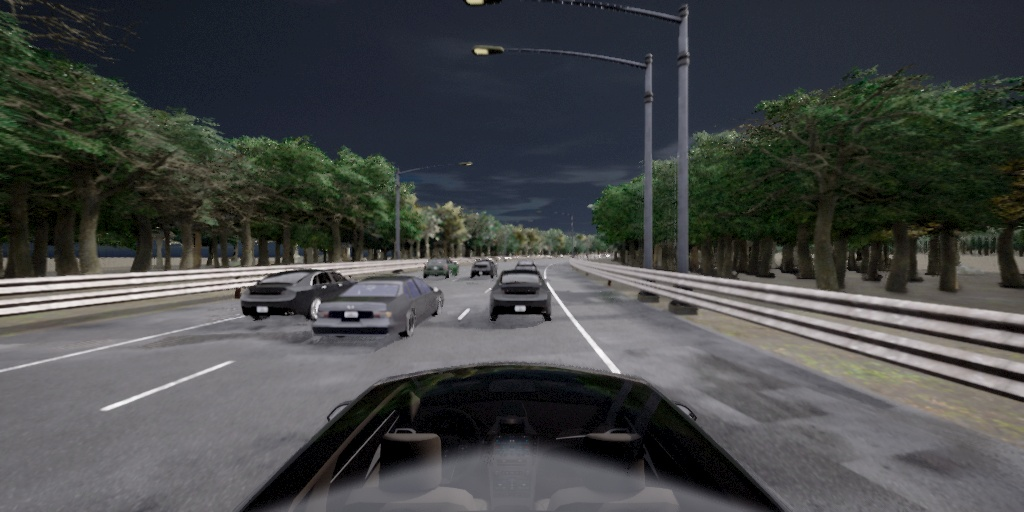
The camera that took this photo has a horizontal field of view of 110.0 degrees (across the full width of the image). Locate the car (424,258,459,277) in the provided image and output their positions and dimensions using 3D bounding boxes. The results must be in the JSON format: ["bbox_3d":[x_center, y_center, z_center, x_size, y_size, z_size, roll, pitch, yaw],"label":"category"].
[{"bbox_3d":[-5.817,0.932,30.043,2.097,1.767,4.553,0,0,4],"label":"car"}]

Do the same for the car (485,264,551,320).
[{"bbox_3d":[0.300,1.194,12.343,1.837,1.490,4.892,0,0,2],"label":"car"}]

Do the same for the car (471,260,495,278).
[{"bbox_3d":[-2.274,1.085,30.555,1.837,1.490,4.892,0,0,4],"label":"car"}]

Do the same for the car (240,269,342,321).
[{"bbox_3d":[-6.708,1.189,12.149,1.837,1.490,4.892,0,0,2],"label":"car"}]

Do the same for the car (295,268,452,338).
[{"bbox_3d":[-3.281,1.247,9.946,2.033,1.411,5.357,0,0,1],"label":"car"}]

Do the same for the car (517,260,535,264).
[{"bbox_3d":[1.235,1.074,30.552,2.128,1.511,4.902,0,0,4],"label":"car"}]
